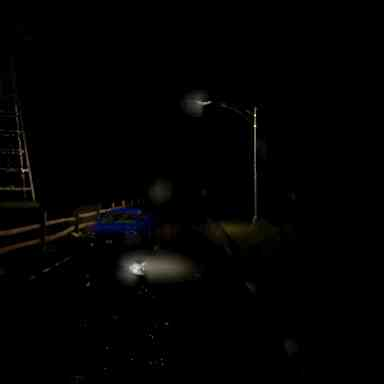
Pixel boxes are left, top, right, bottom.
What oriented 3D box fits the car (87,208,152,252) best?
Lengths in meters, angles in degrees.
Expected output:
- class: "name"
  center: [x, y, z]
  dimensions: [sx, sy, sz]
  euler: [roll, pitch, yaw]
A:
- class: "car"
  center: [-2.831, 1.434, 13.884]
  dimensions: [1.882, 1.535, 5.008]
  euler: [0, 0, 0]
